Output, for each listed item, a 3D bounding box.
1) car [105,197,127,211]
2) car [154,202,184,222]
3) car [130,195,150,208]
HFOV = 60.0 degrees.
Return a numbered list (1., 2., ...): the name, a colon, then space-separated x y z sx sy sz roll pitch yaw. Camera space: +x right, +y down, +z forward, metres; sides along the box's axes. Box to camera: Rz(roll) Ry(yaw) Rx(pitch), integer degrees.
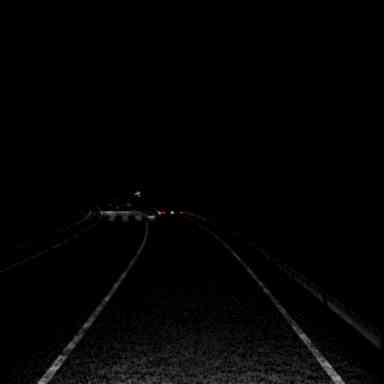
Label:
1. car: -8.300 1.259 36.012 1.812 1.442 4.674 1 1 -18
2. car: -1.818 1.470 25.558 2.033 1.411 5.357 0 0 -10
3. car: -6.637 1.167 42.271 2.128 1.511 4.902 1 1 -21
